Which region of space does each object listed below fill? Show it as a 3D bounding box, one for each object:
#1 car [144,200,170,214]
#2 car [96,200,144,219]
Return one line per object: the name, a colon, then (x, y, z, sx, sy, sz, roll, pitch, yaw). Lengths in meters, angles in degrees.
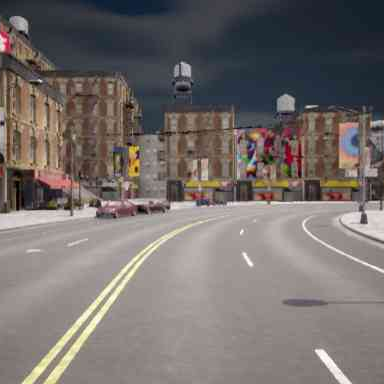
car: (-4.233, 1.544, 34.201, 1.895, 1.301, 4.718, 0, 0, 30)
car: (-6.398, 1.468, 28.895, 2.002, 1.452, 4.674, 0, 0, 20)
